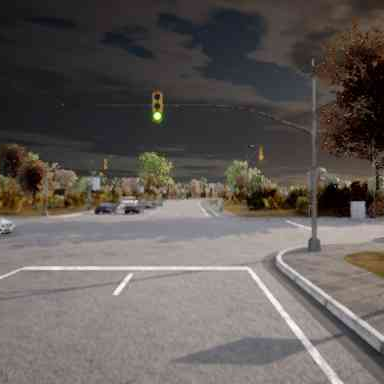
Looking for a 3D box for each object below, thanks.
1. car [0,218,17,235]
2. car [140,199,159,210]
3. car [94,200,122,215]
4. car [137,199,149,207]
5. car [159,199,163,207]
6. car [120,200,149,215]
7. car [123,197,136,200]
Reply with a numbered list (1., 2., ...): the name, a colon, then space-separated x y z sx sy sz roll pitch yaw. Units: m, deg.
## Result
1. car: -12.344 1.745 18.635 4.674 1.442 1.812 0 -1 3
2. car: -7.070 2.190 54.226 1.994 1.385 4.181 0 0 0
3. car: -10.587 2.027 41.382 2.033 1.411 5.357 0 -1 0
4. car: -10.477 2.321 71.036 1.837 1.490 4.892 0 -1 0
5. car: -6.979 2.297 68.879 1.837 1.490 4.892 0 -1 0
6. car: -7.087 2.027 41.375 2.033 1.411 5.357 0 -1 0
7. car: -10.562 1.860 55.543 2.150 2.045 5.566 0 0 1
